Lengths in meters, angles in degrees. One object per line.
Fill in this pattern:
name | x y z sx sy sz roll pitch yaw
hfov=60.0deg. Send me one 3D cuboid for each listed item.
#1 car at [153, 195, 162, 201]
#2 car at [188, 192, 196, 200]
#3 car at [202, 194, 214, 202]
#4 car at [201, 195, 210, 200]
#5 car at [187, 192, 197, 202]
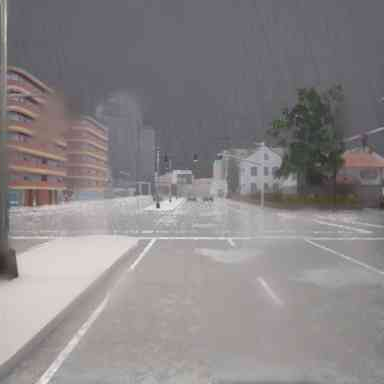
car | -7.998 1.359 77.132 2.128 1.511 4.902 0 0 0
car | 0.002 1.078 85.847 2.150 2.045 5.566 0 0 0
car | 3.502 1.241 72.037 2.097 1.767 4.553 0 0 0
car | 3.502 1.398 85.817 2.033 1.411 5.357 0 0 0
car | 0.002 1.235 72.037 2.097 1.767 4.553 0 0 0
